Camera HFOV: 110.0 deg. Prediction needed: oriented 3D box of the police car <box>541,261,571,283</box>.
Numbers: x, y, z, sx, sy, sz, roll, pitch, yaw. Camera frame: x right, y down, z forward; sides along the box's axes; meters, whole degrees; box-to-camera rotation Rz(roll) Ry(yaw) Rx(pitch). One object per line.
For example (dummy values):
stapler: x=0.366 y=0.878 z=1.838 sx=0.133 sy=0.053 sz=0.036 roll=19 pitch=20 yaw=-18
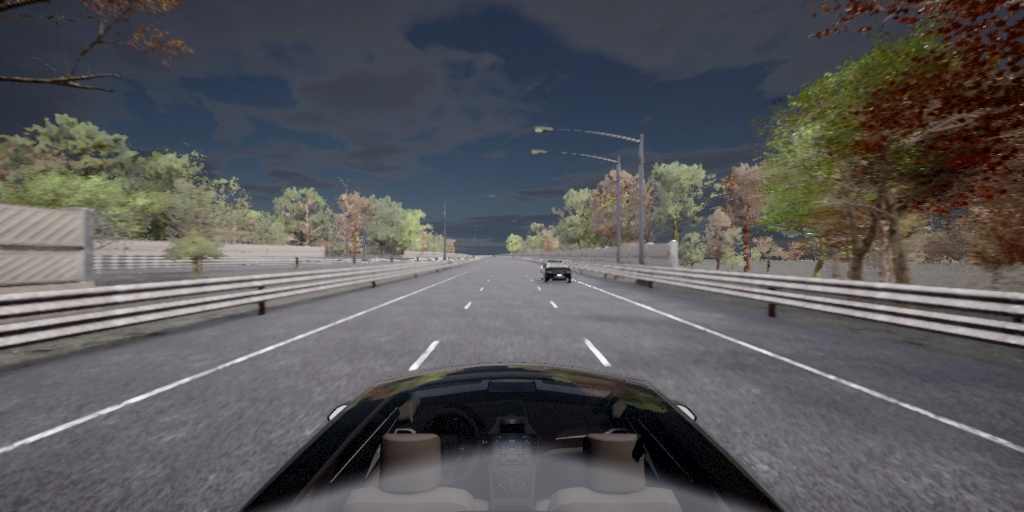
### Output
police car: x=3.355 y=1.183 z=28.085 sx=1.930 sy=1.638 sz=5.238 roll=0 pitch=0 yaw=-1
